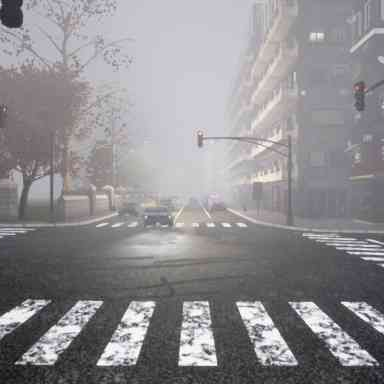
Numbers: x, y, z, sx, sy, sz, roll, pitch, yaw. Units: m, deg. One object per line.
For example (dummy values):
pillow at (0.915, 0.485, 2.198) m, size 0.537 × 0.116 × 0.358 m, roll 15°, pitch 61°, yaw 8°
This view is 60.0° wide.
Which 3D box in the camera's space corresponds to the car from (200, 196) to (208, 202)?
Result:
car at (2.959, 1.637, 81.537) m, size 1.887 × 1.381 × 4.507 m, roll 0°, pitch 0°, yaw 0°

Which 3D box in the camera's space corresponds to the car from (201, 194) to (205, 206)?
car at (2.868, 1.481, 53.387) m, size 1.967 × 1.590 × 4.097 m, roll 0°, pitch 0°, yaw 0°

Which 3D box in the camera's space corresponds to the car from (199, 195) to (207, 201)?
car at (2.978, 1.545, 87.166) m, size 1.967 × 1.590 × 4.097 m, roll 0°, pitch 0°, yaw 0°

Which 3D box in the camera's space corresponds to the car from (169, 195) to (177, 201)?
car at (-5.384, 1.671, 92.824) m, size 2.008 × 1.369 × 4.403 m, roll 0°, pitch 0°, yaw 0°

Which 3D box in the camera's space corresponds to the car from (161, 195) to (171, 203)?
car at (-5.457, 1.509, 70.304) m, size 1.967 × 1.590 × 4.097 m, roll 0°, pitch 0°, yaw 0°

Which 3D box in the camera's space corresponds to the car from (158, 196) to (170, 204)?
car at (-5.476, 1.499, 64.675) m, size 1.967 × 1.590 × 4.097 m, roll 0°, pitch 0°, yaw 0°

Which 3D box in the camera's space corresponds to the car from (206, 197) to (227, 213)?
car at (2.812, 1.564, 36.495) m, size 1.887 × 1.381 × 4.507 m, roll 0°, pitch 0°, yaw 0°

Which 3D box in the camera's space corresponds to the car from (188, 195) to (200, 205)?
car at (0.304, 1.617, 61.205) m, size 1.994 × 1.385 × 4.181 m, roll 0°, pitch 0°, yaw 0°

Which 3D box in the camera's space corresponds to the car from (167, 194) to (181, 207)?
car at (-2.912, 1.393, 52.887) m, size 2.097 × 1.767 × 4.553 m, roll 0°, pitch 0°, yaw 0°

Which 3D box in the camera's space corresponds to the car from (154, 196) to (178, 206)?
car at (-2.968, 1.528, 39.357) m, size 1.837 × 1.490 × 4.892 m, roll 0°, pitch 0°, yaw 0°

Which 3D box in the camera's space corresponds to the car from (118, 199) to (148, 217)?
car at (-5.587, 1.580, 30.893) m, size 1.947 × 1.339 × 4.313 m, roll 0°, pitch 0°, yaw 0°

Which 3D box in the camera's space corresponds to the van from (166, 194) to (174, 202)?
van at (-5.421, 1.433, 81.565) m, size 1.690 × 1.788 × 3.998 m, roll 0°, pitch 0°, yaw 0°

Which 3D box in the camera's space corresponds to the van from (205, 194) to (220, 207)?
van at (2.831, 1.367, 42.126) m, size 1.690 × 1.788 × 3.998 m, roll 0°, pitch 0°, yaw 0°

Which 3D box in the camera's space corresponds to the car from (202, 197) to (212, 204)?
car at (2.904, 1.604, 64.646) m, size 1.887 × 1.381 × 4.507 m, roll 0°, pitch 0°, yaw 0°

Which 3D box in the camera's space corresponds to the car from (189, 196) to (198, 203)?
car at (0.301, 1.596, 71.189) m, size 1.812 × 1.442 × 4.674 m, roll 0°, pitch 0°, yaw 0°

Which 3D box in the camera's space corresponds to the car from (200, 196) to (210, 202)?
car at (2.941, 1.630, 75.907) m, size 2.008 × 1.369 × 4.403 m, roll 0°, pitch 0°, yaw 0°

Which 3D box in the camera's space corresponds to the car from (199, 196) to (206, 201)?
car at (2.996, 1.702, 92.797) m, size 1.802 × 1.307 × 4.206 m, roll 0°, pitch 0°, yaw 0°

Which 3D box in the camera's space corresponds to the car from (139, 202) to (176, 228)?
car at (-2.407, 1.609, 22.204) m, size 1.895 × 1.301 × 4.718 m, roll 0°, pitch 0°, yaw -9°

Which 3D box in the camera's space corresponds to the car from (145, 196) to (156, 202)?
car at (-5.550, 1.551, 41.984) m, size 1.752 × 1.417 × 4.829 m, roll 0°, pitch 0°, yaw 0°

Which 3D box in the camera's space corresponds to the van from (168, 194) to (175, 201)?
van at (-5.402, 1.446, 87.194) m, size 1.690 × 1.788 × 3.998 m, roll 0°, pitch 0°, yaw 0°
